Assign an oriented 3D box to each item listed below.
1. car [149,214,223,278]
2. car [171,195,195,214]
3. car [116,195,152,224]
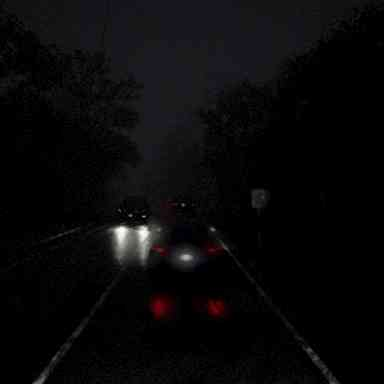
[{"bbox_3d":[-0.185,1.592,10.227,1.994,1.385,4.181,0,0,-1],"label":"car"},{"bbox_3d":[-0.886,1.335,33.024,2.150,2.045,5.566,0,-1,-2],"label":"car"},{"bbox_3d":[-4.354,1.276,25.866,2.150,2.045,5.566,0,0,-2],"label":"car"}]
